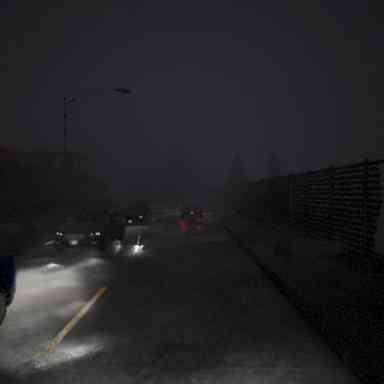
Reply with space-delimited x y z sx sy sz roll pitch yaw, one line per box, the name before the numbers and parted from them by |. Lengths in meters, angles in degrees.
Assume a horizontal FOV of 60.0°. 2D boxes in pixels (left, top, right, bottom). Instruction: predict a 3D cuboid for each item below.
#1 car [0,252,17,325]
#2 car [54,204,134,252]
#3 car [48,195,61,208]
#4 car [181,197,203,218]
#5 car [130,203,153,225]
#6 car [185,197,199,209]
car | -4.095 1.473 3.953 1.882 1.535 5.008 0 0 0
car | -4.067 1.476 13.947 2.128 1.511 4.902 0 0 0
car | -17.281 1.092 38.652 3.633 1.501 1.845 0 0 0
car | 0.011 1.494 29.803 1.812 1.442 4.674 0 0 0
car | -4.002 1.521 24.255 2.033 1.411 5.357 0 0 0
car | 0.062 1.476 45.677 1.812 1.442 4.674 0 0 1
